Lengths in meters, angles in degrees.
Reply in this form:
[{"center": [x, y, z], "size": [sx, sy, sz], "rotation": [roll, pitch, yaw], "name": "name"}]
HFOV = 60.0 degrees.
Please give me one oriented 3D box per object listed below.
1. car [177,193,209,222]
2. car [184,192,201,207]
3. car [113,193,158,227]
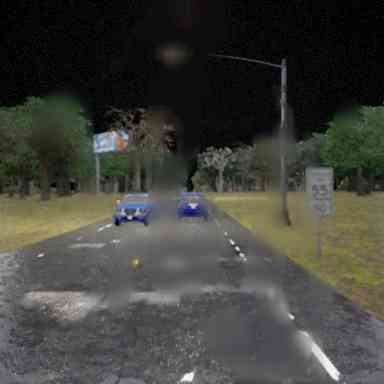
[{"center": [0.093, 1.061, 24.912], "size": [2.150, 2.045, 5.566], "rotation": [0, 1, 0], "name": "car"}, {"center": [0.108, 0.921, 42.851], "size": [2.097, 1.767, 4.553], "rotation": [0, 1, 0], "name": "car"}, {"center": [-3.563, 1.094, 21.953], "size": [2.150, 2.045, 5.566], "rotation": [0, 0, 0], "name": "car"}]
